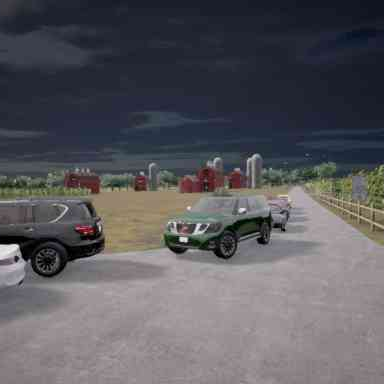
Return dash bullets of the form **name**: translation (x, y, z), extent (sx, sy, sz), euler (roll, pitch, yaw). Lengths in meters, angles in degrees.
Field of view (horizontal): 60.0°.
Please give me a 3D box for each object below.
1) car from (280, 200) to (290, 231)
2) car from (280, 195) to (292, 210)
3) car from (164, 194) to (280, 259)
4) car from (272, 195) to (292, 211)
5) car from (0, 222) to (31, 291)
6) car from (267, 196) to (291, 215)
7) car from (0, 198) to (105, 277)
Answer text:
- **car**: translation (4.376, 1.386, 19.032), extent (1.994, 1.385, 4.181), euler (0, 0, 17)
- **car**: translation (6.215, 1.243, 24.770), extent (1.882, 1.535, 5.008), euler (0, 0, 17)
- **car**: translation (1.271, 1.112, 12.702), extent (2.150, 2.045, 5.566), euler (0, 0, 34)
- **car**: translation (9.971, 1.120, 36.661), extent (1.882, 1.535, 5.008), euler (0, 1, 18)
- **car**: translation (-5.839, 1.614, 6.425), extent (4.674, 1.442, 1.812), euler (-2, 1, -29)
- **car**: translation (8.126, 1.208, 30.819), extent (1.837, 1.490, 4.892), euler (0, 0, 17)
- **car**: translation (-5.385, 1.231, 9.616), extent (5.566, 2.045, 2.150), euler (-1, 1, -4)
